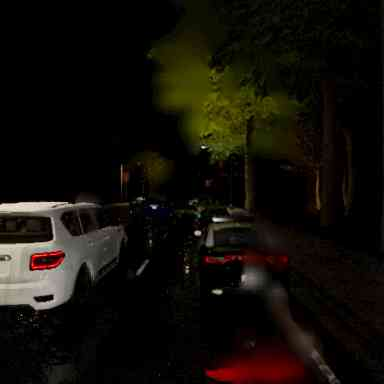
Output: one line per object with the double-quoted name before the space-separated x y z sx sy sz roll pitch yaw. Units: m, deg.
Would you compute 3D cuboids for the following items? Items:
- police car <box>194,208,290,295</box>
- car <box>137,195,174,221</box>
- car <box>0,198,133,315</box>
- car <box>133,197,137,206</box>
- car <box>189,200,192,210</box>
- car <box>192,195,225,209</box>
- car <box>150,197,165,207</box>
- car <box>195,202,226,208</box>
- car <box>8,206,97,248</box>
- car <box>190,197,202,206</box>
"police car" 1.101 1.437 8.879 1.930 1.638 5.238 0 0 1
"car" -2.795 1.275 27.601 2.150 2.045 5.566 0 0 1
"car" -3.040 1.233 7.699 2.150 2.045 5.566 0 0 1
"car" -9.146 1.623 55.189 2.128 1.511 4.902 0 0 1
"car" 0.587 1.660 44.304 1.994 1.385 4.181 0 0 1
"car" 1.297 1.271 24.799 2.150 2.045 5.566 0 0 1
"car" -5.870 1.615 57.039 1.882 1.535 5.008 0 0 1
"car" 1.222 1.537 18.769 1.837 1.490 4.892 0 0 1
"car" -6.387 1.519 15.993 2.128 1.511 4.902 0 0 1
"car" 0.765 1.697 61.058 2.033 1.411 5.357 0 0 1
